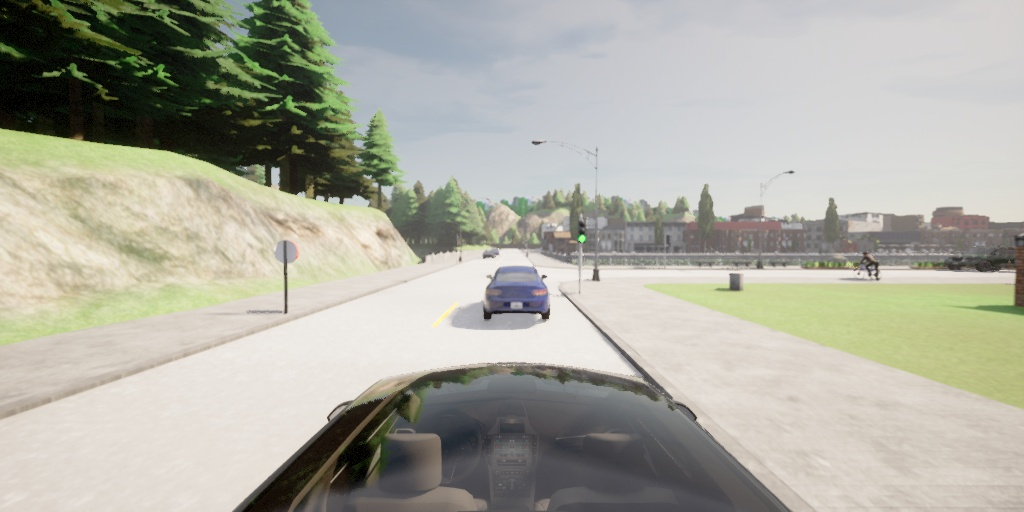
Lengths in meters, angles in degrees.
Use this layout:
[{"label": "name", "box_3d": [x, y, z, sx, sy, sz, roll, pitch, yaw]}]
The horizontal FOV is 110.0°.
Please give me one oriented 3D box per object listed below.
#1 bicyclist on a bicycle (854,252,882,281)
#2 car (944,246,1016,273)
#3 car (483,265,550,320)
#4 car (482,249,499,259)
[{"label": "bicyclist on a bicycle", "box_3d": [20.315, 0.583, 20.491, 0.582, 1.620, 1.656, 0, 1, 0]}, {"label": "car", "box_3d": [38.379, 0.235, 28.742, 5.566, 2.045, 2.150, 0, 2, 1]}, {"label": "car", "box_3d": [0.144, 1.008, 11.174, 1.812, 1.442, 4.674, 0, 1, 1]}, {"label": "car", "box_3d": [-3.654, -0.274, 57.051, 2.033, 1.411, 5.357, 0, 2, 1]}]
